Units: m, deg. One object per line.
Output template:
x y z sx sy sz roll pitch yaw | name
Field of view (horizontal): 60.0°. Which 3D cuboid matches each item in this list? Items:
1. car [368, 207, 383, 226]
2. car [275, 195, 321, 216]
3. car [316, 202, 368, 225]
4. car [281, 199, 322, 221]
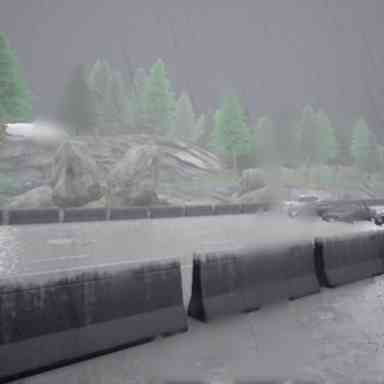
14.354 1.675 22.831 4.181 1.385 1.994 0 0 -35 | car
10.770 1.331 33.173 5.566 2.045 2.150 0 0 -35 | car
12.272 1.658 25.647 5.357 1.411 2.033 0 0 -36 | car
10.325 1.602 28.555 4.902 1.511 2.128 0 0 -35 | car
